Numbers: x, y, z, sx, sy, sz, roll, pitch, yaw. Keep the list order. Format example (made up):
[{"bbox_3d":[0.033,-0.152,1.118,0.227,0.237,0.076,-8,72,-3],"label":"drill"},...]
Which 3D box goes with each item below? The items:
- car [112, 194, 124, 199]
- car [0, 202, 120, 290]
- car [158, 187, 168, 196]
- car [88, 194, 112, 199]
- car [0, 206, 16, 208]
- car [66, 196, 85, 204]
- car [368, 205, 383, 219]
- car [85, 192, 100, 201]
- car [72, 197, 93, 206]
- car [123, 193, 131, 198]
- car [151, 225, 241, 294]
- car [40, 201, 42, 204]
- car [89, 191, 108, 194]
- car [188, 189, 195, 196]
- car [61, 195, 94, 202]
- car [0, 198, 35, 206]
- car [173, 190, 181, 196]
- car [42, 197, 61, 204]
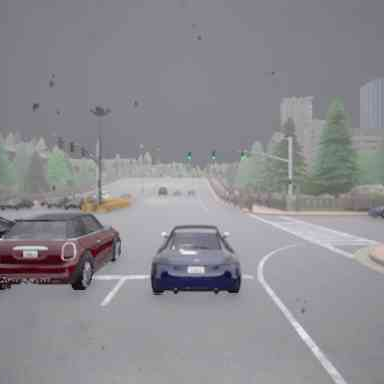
[{"bbox_3d":[-14.065,1.449,59.225,1.895,1.301,4.718,0,1,0],"label":"car"},{"bbox_3d":[-3.408,1.331,9.150,2.097,1.767,4.553,0,0,0],"label":"car"},{"bbox_3d":[-7.164,-0.278,82.594,2.150,2.045,5.566,0,7,0],"label":"car"},{"bbox_3d":[-14.093,1.434,50.288,2.033,1.411,5.357,0,0,0],"label":"car"},{"bbox_3d":[-6.904,1.453,10.792,1.882,1.535,5.008,0,0,0],"label":"car"},{"bbox_3d":[-21.050,1.433,60.294,1.895,1.301,4.718,0,1,0],"label":"car"},{"bbox_3d":[17.090,1.464,27.548,4.674,1.442,1.812,0,0,0],"label":"car"},{"bbox_3d":[-21.099,0.945,70.713,1.837,1.490,4.892,0,2,0],"label":"car"},{"bbox_3d":[-17.581,1.481,53.499,1.895,1.301,4.718,0,0,0],"label":"car"},{"bbox_3d":[-14.098,0.981,70.644,2.033,1.411,5.357,0,2,0],"label":"car"},{"bbox_3d":[0.092,1.544,8.749,1.994,1.385,4.181,0,0,0],"label":"car"},{"bbox_3d":[-21.087,1.434,50.464,2.033,1.411,5.357,0,0,0],"label":"car"},{"bbox_3d":[-17.562,0.959,64.163,2.150,2.045,5.566,0,2,0],"label":"car"},{"bbox_3d":[-0.163,0.057,82.430,2.033,1.411,5.357,0,7,0],"label":"car"},{"bbox_3d":[-14.099,1.472,41.045,1.994,1.385,4.181,0,0,0],"label":"car"},{"bbox_3d":[-21.099,1.456,40.394,2.033,1.411,5.357,0,0,0],"label":"car"},{"bbox_3d":[-3.663,0.126,82.341,1.895,1.301,4.718,0,7,0],"label":"car"},{"bbox_3d":[-17.596,1.405,44.245,1.837,1.490,4.892,0,0,0],"label":"car"}]
